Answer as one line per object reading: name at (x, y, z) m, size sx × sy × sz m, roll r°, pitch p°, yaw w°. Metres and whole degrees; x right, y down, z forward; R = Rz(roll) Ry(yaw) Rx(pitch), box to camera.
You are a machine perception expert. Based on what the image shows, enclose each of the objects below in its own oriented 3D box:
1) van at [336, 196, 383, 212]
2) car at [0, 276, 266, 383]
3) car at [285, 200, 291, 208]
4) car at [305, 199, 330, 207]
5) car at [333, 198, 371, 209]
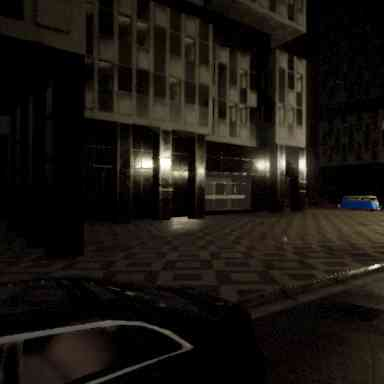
van at (19.105, 1.333, 37.912) m, size 1.690 × 1.788 × 3.998 m, roll 0°, pitch 0°, yaw -35°
car at (-1.621, 1.492, 2.217) m, size 4.902 × 1.511 × 2.128 m, roll 0°, pitch 0°, yaw -35°
car at (12.554, 1.614, 47.115) m, size 1.887 × 1.381 × 4.507 m, roll 0°, pitch 0°, yaw -35°
car at (19.495, 1.705, 52.065) m, size 1.802 × 1.307 × 4.206 m, roll 0°, pitch 0°, yaw -35°
car at (22.770, 1.636, 47.464) m, size 2.008 × 1.369 × 4.403 m, roll 0°, pitch 0°, yaw -35°
